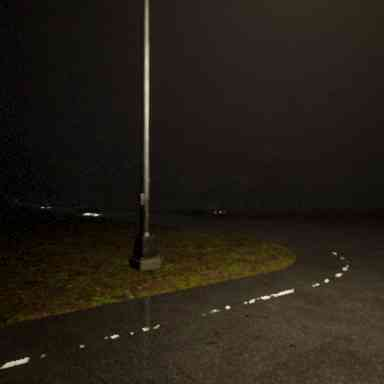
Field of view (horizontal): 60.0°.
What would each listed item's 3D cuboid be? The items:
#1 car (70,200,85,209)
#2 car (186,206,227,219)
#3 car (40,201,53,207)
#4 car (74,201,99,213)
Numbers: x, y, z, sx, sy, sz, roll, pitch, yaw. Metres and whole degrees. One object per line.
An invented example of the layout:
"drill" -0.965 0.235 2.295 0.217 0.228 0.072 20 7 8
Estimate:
"car" -25.347 2.717 73.993 2.150 2.045 5.566 3 -2 -35
"car" 1.458 2.163 35.879 2.033 1.411 5.357 3 -3 -35
"car" -37.426 3.135 84.928 1.812 1.442 4.674 3 -2 -31
"car" -14.472 2.264 46.381 1.994 1.385 4.181 3 -3 -35
